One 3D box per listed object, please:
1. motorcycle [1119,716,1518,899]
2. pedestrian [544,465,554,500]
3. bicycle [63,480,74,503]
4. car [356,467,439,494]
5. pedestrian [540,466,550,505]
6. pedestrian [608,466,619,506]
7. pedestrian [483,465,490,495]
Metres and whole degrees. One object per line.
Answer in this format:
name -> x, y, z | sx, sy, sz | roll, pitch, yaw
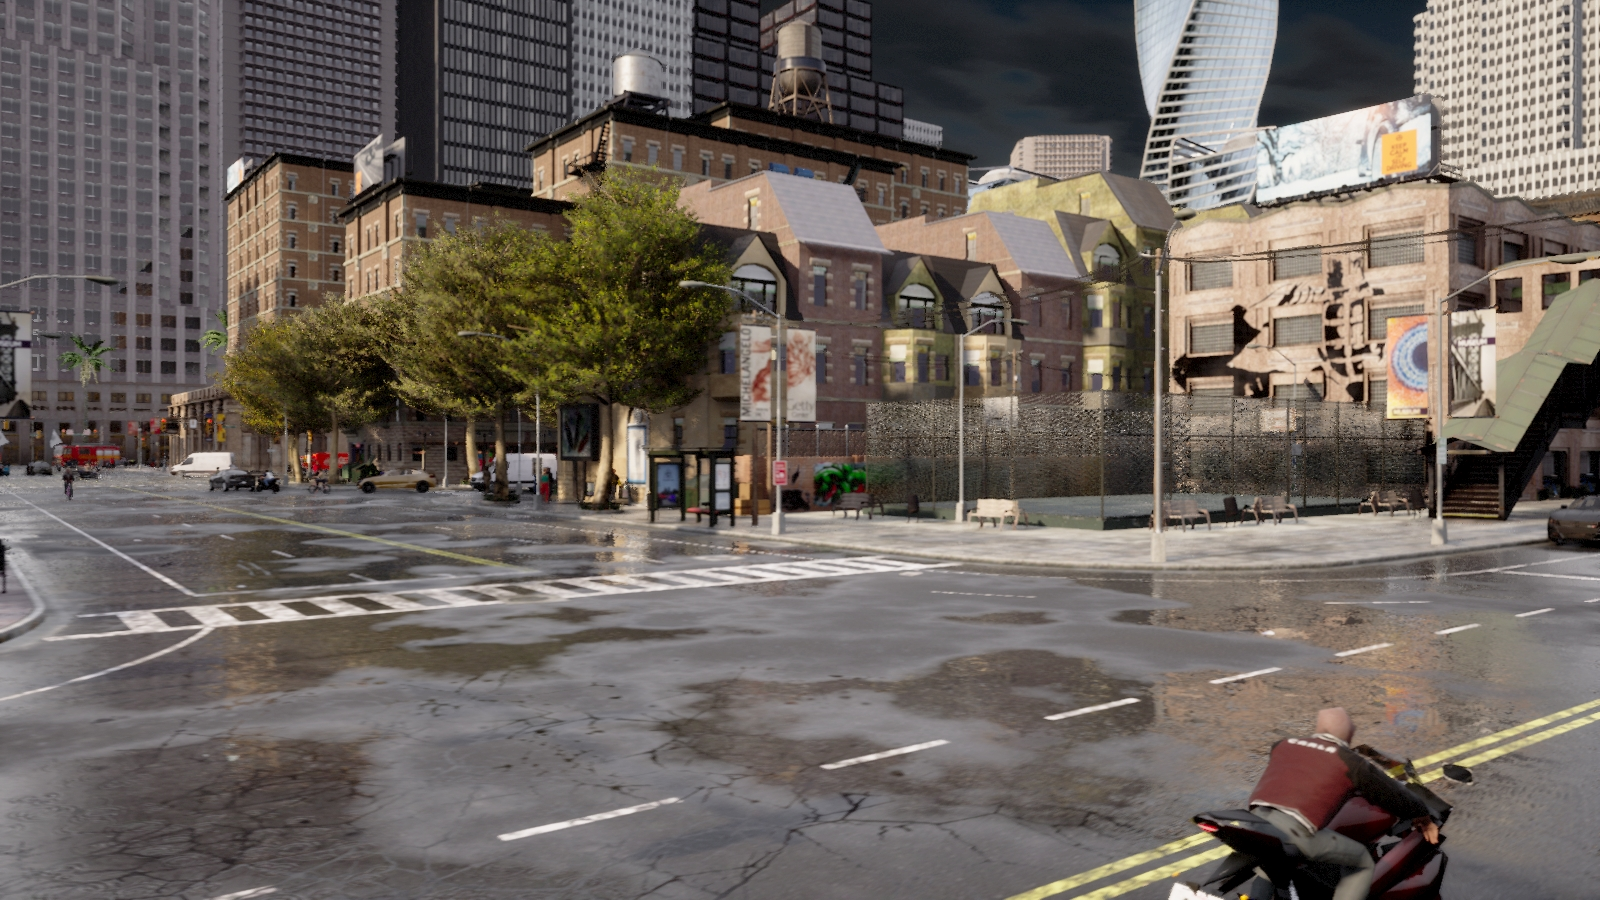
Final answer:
motorcycle -> 2.672, 2.204, 5.772 | 2.209, 1.251, 0.867 | 0, 0, -36
pedestrian -> -13.116, 1.695, 59.718 | 0.375, 1.860, 0.375 | 0, 0, -29
bicycle -> -39.326, 2.212, 61.410 | 0.329, 1.171, 1.835 | 0, 0, -37
car -> -26.156, 1.992, 74.317 | 5.027, 1.651, 2.152 | 0, 0, -20
pedestrian -> -12.260, 1.698, 54.860 | 0.375, 1.860, 0.375 | 0, 0, -30
pedestrian -> -8.715, 1.695, 53.430 | 0.375, 1.860, 0.375 | 0, 0, -35
pedestrian -> -19.234, 1.847, 70.173 | 0.375, 1.860, 0.375 | 0, 0, -22
